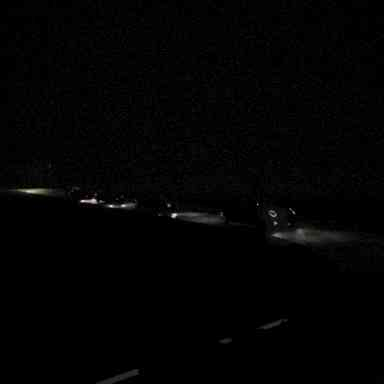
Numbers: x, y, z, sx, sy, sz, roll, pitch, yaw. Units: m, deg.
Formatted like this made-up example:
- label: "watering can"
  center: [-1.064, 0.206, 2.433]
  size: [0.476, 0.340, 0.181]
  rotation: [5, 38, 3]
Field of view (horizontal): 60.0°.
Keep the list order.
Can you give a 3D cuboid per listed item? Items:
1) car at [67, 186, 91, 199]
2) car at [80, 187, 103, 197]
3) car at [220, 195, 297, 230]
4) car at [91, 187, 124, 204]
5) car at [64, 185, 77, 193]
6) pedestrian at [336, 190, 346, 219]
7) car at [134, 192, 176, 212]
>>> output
- label: "car"
  center: [-15.070, 0.192, 45.345]
  size: [1.895, 1.301, 4.718]
  rotation: [-3, 4, -35]
- label: "car"
  center: [-15.456, -0.090, 50.916]
  size: [1.895, 1.301, 4.718]
  rotation: [-3, 4, -35]
- label: "car"
  center: [3.643, 1.003, 18.819]
  size: [2.097, 1.767, 4.553]
  rotation: [-3, 4, -35]
- label: "car"
  center: [-9.284, 0.416, 37.088]
  size: [1.837, 1.490, 4.892]
  rotation: [-3, 4, -35]
- label: "car"
  center: [-21.339, -0.498, 59.233]
  size: [2.128, 1.511, 4.902]
  rotation: [-3, 4, -35]
- label: "pedestrian"
  center: [9.353, 0.775, 21.026]
  size: [0.375, 1.860, 0.375]
  rotation: [-1, 1, -35]
- label: "car"
  center: [-3.252, 0.748, 28.534]
  size: [2.128, 1.511, 4.902]
  rotation: [-3, 4, -35]
